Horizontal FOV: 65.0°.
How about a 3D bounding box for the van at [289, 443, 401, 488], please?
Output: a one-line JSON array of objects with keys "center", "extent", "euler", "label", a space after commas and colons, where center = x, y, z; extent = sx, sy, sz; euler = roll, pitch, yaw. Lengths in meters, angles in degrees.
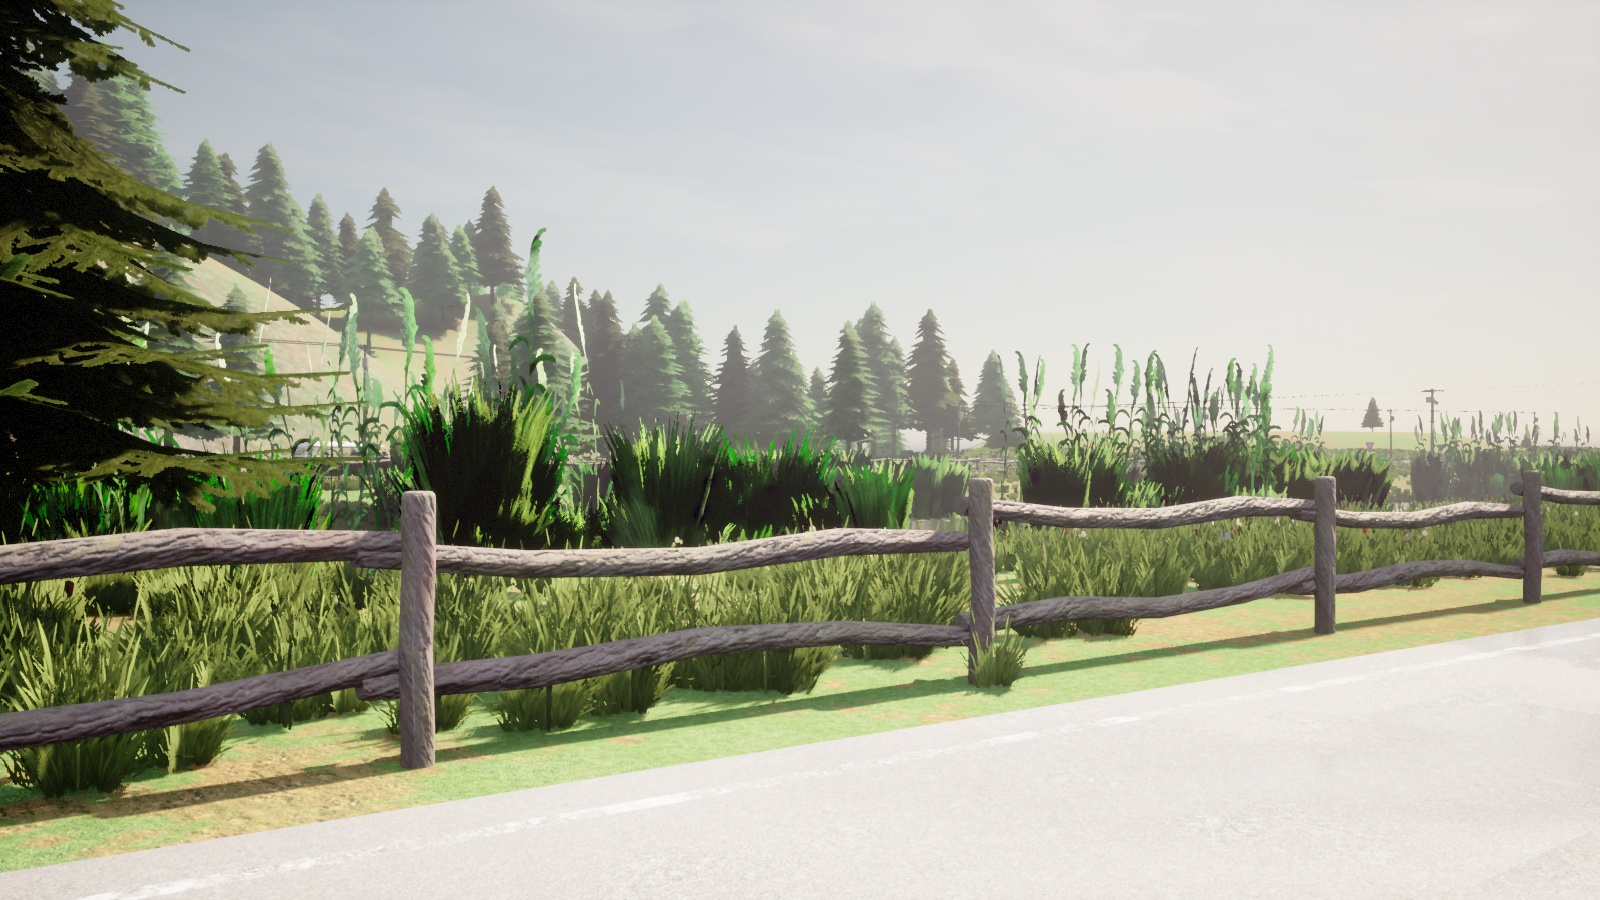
[{"center": [-21.394, 0.693, 59.124], "extent": [4.480, 2.038, 2.069], "euler": [0, 0, -44], "label": "van"}]
